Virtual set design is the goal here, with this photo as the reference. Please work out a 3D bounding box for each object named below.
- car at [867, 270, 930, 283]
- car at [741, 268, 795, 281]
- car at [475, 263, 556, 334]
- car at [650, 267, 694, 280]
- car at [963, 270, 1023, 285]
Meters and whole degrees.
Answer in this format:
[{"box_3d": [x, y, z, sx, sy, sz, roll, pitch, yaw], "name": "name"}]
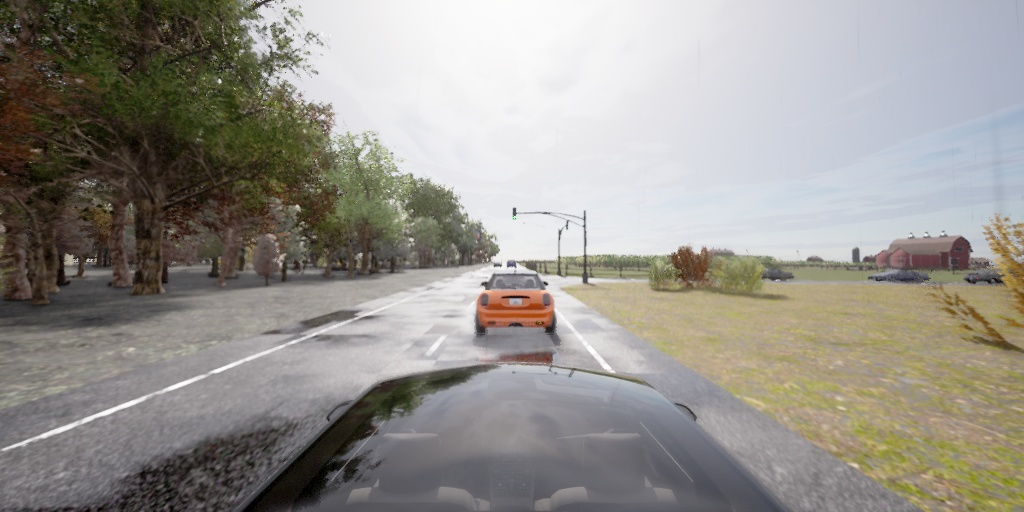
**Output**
[{"box_3d": [42.997, 2.240, 39.907, 5.357, 1.411, 2.033, 1, -2, 0], "name": "car"}, {"box_3d": [28.331, 2.080, 39.975, 5.357, 1.411, 2.033, 1, -2, 0], "name": "car"}, {"box_3d": [0.089, 1.206, 11.165, 2.097, 1.767, 4.553, 0, -1, 0], "name": "car"}, {"box_3d": [17.949, 1.912, 40.028, 4.902, 1.511, 2.128, 1, -2, 1], "name": "car"}, {"box_3d": [48.935, 2.149, 36.278, 4.902, 1.511, 2.128, 1, -2, 1], "name": "car"}]
